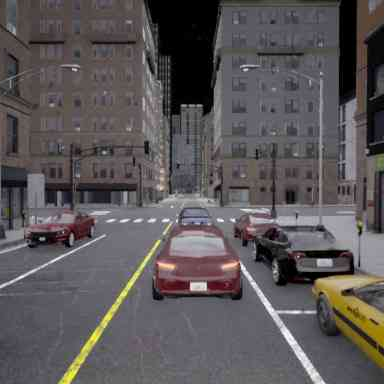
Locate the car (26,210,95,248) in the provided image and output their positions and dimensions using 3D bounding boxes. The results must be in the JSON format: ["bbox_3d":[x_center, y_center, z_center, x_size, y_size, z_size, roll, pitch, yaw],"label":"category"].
[{"bbox_3d":[-5.676,1.538,14.849,1.887,1.381,4.507,-1,0,0],"label":"car"}]

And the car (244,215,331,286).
[{"bbox_3d":[2.868,1.562,9.264,1.947,1.339,4.313,-1,0,0],"label":"car"}]

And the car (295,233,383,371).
[{"bbox_3d":[2.866,1.524,3.848,1.752,1.417,4.829,-1,0,0],"label":"car"}]

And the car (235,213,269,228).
[{"bbox_3d":[2.869,1.575,14.850,1.802,1.307,4.206,-1,0,0],"label":"car"}]

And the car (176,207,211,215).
[{"bbox_3d":[0.136,1.539,18.253,2.033,1.411,5.357,0,0,-3],"label":"car"}]

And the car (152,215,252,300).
[{"bbox_3d":[0.100,1.522,8.233,1.812,1.442,4.674,0,0,0],"label":"car"}]
